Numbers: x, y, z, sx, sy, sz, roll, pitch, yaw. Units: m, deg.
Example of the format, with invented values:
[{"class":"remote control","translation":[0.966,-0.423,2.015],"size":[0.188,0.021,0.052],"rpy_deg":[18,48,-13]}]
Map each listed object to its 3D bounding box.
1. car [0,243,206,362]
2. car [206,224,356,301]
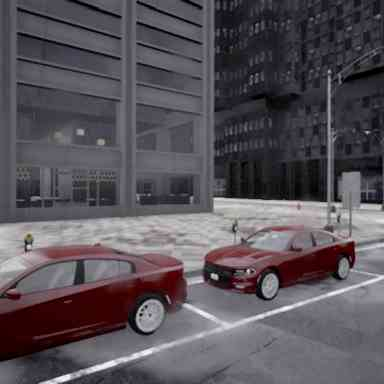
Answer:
[{"class":"car","translation":[-2.184,1.544,5.108],"size":[4.507,1.381,1.887],"rpy_deg":[0,0,-36]},{"class":"car","translation":[2.302,1.543,8.334],"size":[4.507,1.381,1.887],"rpy_deg":[0,0,-36]}]
